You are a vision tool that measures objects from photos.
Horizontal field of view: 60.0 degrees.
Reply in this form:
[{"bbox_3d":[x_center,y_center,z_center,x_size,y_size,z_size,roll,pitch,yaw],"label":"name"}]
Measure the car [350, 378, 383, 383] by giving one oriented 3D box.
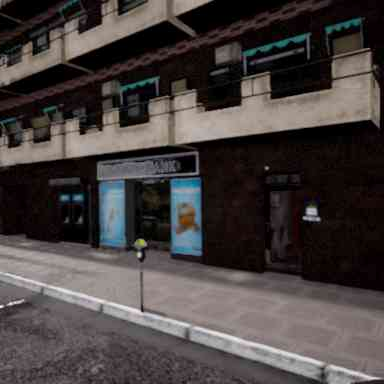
[{"bbox_3d":[2.569,1.547,1.057,4.403,1.369,2.008,0,-1,35],"label":"car"}]
